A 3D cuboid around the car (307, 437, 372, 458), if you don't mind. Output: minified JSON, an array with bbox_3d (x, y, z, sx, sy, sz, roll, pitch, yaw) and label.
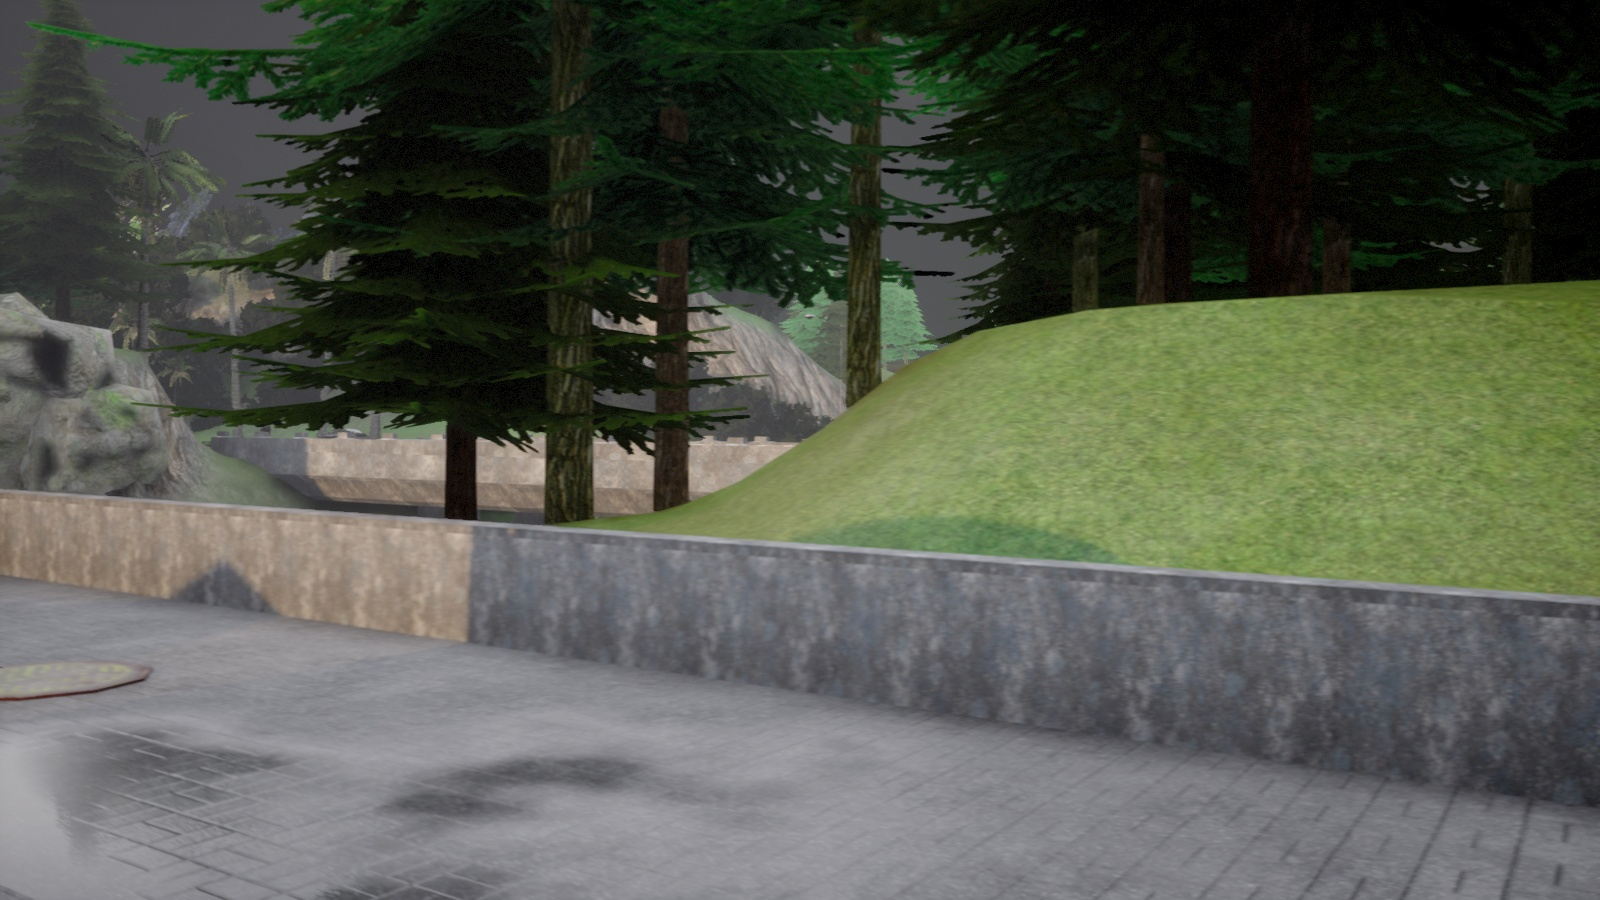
[{"bbox_3d":[-33.238,-0.198,90.529,4.892,1.490,1.837,0,1,34],"label":"car"}]
